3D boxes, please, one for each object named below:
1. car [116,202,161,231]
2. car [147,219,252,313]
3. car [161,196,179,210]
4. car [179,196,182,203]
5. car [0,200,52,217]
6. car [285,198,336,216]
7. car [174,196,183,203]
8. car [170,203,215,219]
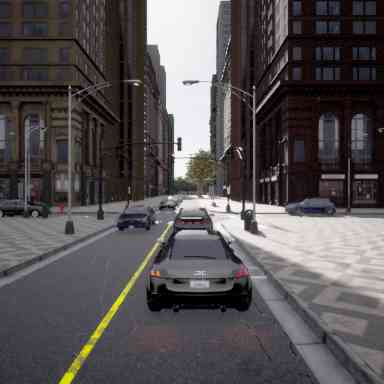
[{"bbox_3d":[-3.367,1.547,20.903,2.033,1.411,5.357,0,0,-1],"label":"car"},{"bbox_3d":[0.110,1.564,7.764,1.994,1.385,4.181,0,0,-1],"label":"car"},{"bbox_3d":[-3.078,1.547,43.129,2.033,1.411,5.357,0,0,0],"label":"car"},{"bbox_3d":[-3.075,1.494,52.890,2.128,1.511,4.902,0,0,0],"label":"car"},{"bbox_3d":[-14.739,1.454,28.924,4.892,1.490,1.837,0,0,-1],"label":"car"},{"bbox_3d":[11.346,1.391,32.121,4.553,1.767,2.097,0,0,0],"label":"car"},{"bbox_3d":[-2.978,1.550,73.538,1.812,1.442,4.674,0,0,0],"label":"car"},{"bbox_3d":[0.066,1.505,16.672,1.837,1.490,4.892,0,0,0],"label":"car"}]
